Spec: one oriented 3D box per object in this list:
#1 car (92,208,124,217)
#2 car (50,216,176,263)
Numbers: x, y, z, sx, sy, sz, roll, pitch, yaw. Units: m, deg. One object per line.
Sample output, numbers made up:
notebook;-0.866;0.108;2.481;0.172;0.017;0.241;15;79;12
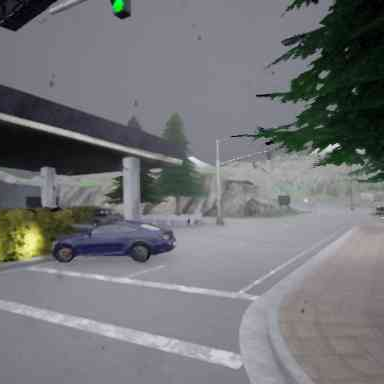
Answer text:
car;-7.626;2.439;30.986;3.866;1.878;1.905;-2;-2;31
car;-2.957;1.809;12.619;4.674;1.442;1.812;-2;-2;8
